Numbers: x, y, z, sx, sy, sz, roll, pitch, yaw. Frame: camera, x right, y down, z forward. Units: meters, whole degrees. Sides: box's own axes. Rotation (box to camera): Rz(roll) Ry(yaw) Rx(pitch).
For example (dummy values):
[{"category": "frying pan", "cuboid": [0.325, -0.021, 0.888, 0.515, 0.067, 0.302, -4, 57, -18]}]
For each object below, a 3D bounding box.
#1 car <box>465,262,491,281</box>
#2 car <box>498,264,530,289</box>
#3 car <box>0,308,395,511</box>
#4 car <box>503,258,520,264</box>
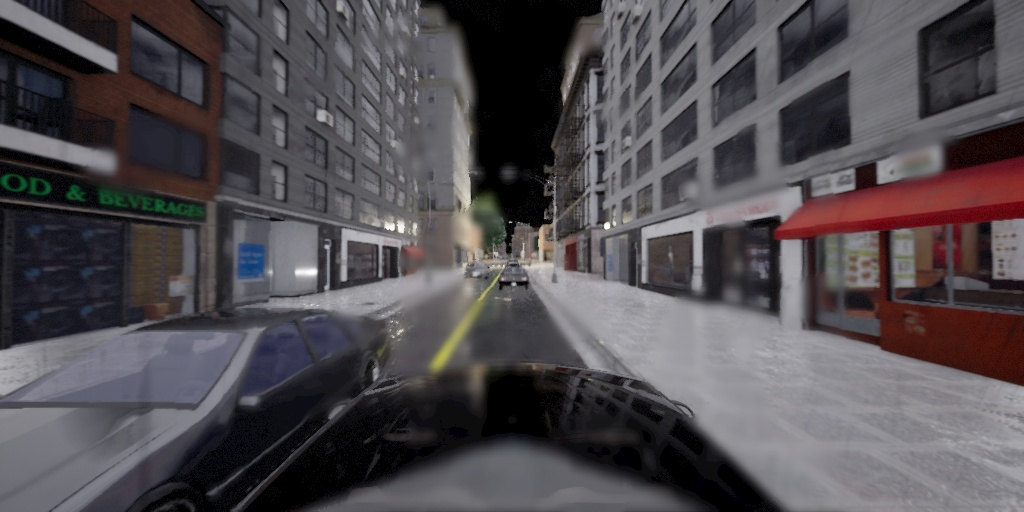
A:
[{"category": "car", "cuboid": [-2.843, 1.252, 30.583, 2.128, 1.511, 4.902, 0, 0, 0]}, {"category": "car", "cuboid": [0.114, 1.367, 23.187, 1.895, 1.301, 4.718, 0, 0, 0]}, {"category": "car", "cuboid": [-2.845, 1.301, 3.629, 2.033, 1.411, 5.357, 0, 0, 0]}, {"category": "car", "cuboid": [0.106, 1.252, 40.724, 1.837, 1.490, 4.892, 0, 0, 0]}]
